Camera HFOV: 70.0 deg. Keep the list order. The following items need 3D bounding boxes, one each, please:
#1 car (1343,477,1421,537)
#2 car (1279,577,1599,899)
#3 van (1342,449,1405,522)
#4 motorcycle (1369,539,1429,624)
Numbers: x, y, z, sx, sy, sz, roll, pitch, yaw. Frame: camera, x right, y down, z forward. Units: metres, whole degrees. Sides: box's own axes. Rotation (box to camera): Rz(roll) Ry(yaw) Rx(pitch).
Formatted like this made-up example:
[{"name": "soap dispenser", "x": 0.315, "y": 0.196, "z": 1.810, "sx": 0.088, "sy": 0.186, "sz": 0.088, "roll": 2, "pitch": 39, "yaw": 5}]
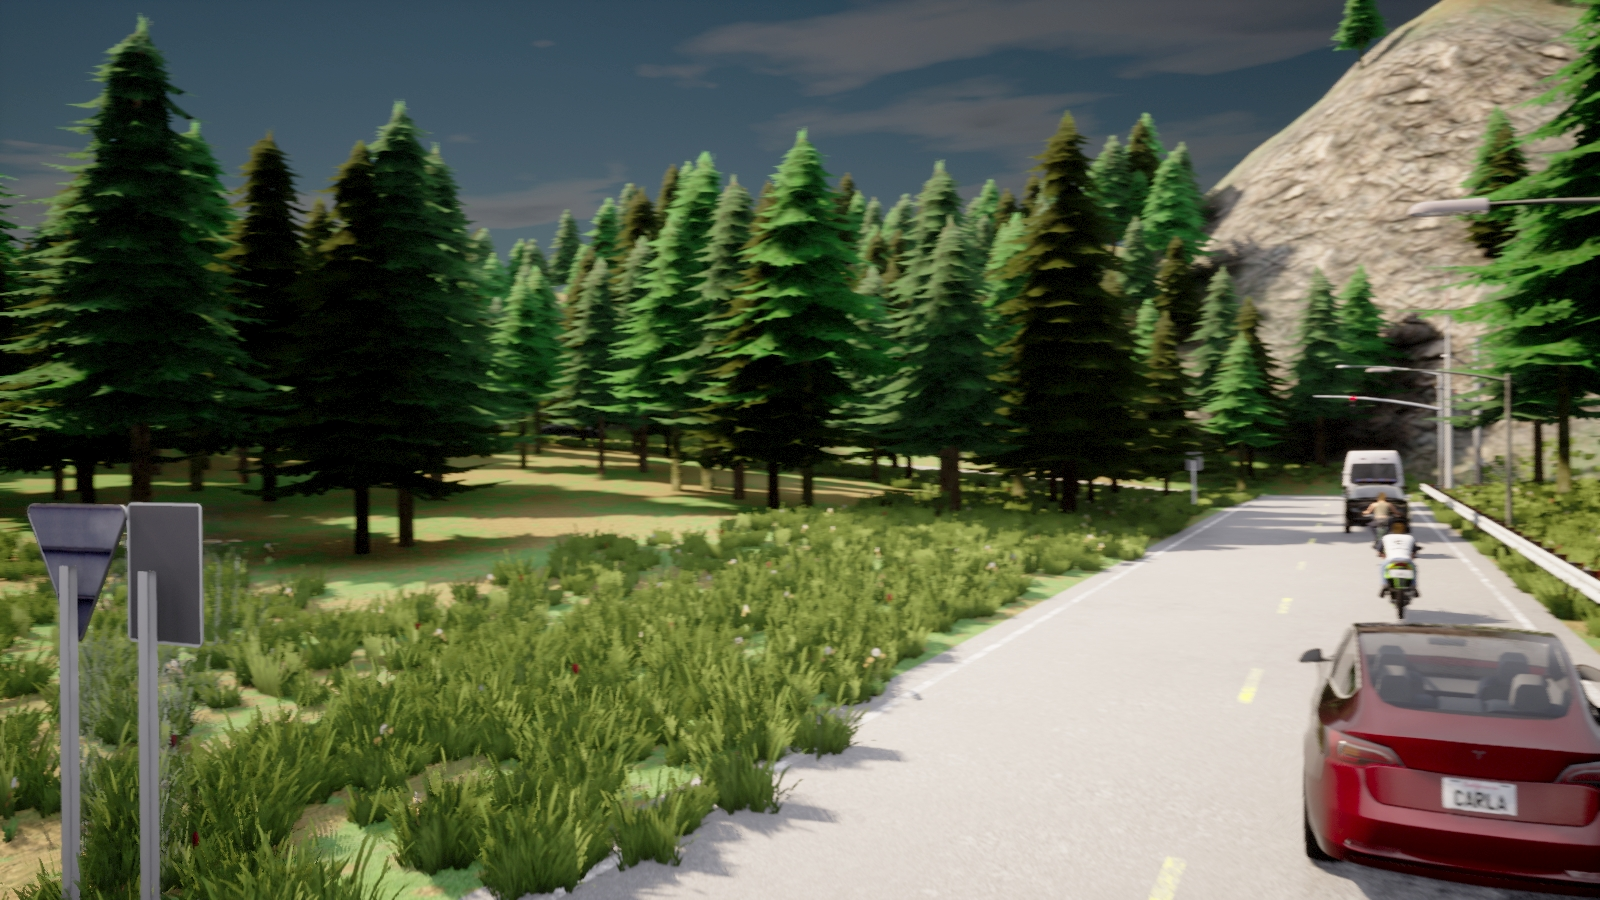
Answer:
[{"name": "car", "x": 18.718, "y": 1.765, "z": 36.879, "sx": 2.097, "sy": 1.638, "sz": 5.238, "roll": -1, "pitch": 0, "yaw": 26}, {"name": "car", "x": 4.946, "y": 1.999, "z": 8.624, "sx": 2.163, "sy": 1.488, "sz": 4.792, "roll": -1, "pitch": 0, "yaw": 26}, {"name": "van", "x": 21.839, "y": 1.282, "z": 43.607, "sx": 1.988, "sy": 2.561, "sz": 5.915, "roll": -1, "pitch": 0, "yaw": 26}, {"name": "motorcycle", "x": 9.736, "y": 2.095, "z": 18.623, "sx": 0.803, "sy": 1.145, "sz": 2.033, "roll": -1, "pitch": 0, "yaw": 26}]
